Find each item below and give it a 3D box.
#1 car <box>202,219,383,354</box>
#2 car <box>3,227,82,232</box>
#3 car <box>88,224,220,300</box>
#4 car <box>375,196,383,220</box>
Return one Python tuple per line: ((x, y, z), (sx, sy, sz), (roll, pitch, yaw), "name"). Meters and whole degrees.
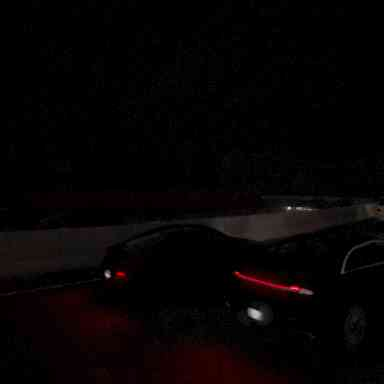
((2.783, 1.498, 6.181), (4.902, 1.511, 2.128), (0, 0, -39), "car")
((-5.115, 1.514, 13.518), (5.008, 1.535, 1.882), (0, 0, -39), "car")
((0.021, 1.542, 8.433), (4.674, 1.442, 1.812), (0, 0, -38), "car")
((13.379, 1.233, 21.268), (2.150, 2.045, 5.566), (0, 0, 41), "car")
